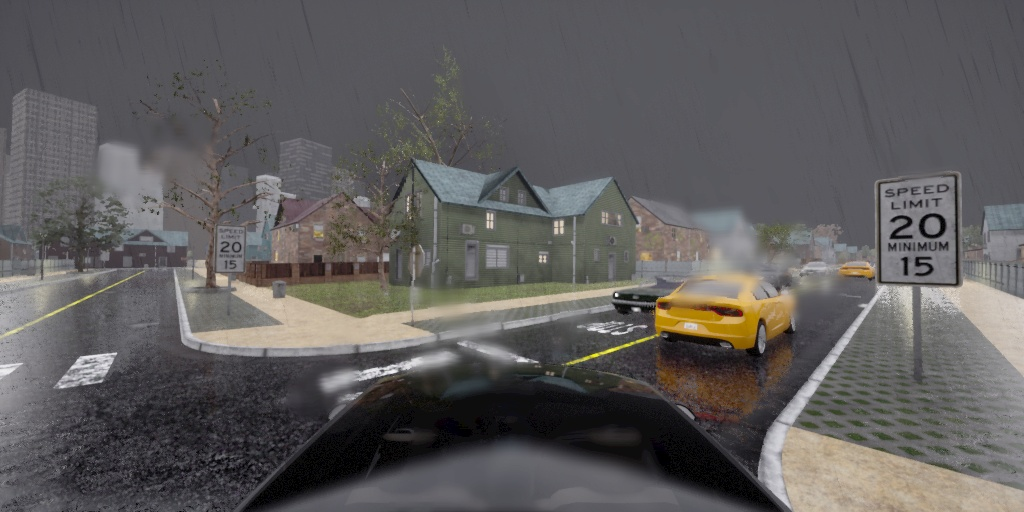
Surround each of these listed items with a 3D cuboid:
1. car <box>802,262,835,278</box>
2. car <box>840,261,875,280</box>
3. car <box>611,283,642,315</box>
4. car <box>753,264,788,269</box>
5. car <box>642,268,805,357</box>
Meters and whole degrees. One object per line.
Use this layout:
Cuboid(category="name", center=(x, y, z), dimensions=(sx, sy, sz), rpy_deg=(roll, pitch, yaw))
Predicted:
Cuboid(category="car", center=(28.148, 1.259, 33.098), dimensions=(4.674, 1.442, 1.812), rpy_deg=(0, -1, -42))
Cuboid(category="car", center=(29.103, 1.189, 30.155), dimensions=(5.008, 1.535, 1.882), rpy_deg=(0, 0, -42))
Cuboid(category="car", center=(5.507, 1.357, 12.689), dimensions=(4.718, 1.301, 1.895), rpy_deg=(0, 0, -42))
Cuboid(category="car", center=(15.648, 1.225, 21.873), dimensions=(4.902, 1.511, 2.128), rpy_deg=(0, 0, -42))
Cuboid(category="car", center=(5.340, 1.217, 8.693), dimensions=(5.008, 1.535, 1.882), rpy_deg=(0, 0, -42))
